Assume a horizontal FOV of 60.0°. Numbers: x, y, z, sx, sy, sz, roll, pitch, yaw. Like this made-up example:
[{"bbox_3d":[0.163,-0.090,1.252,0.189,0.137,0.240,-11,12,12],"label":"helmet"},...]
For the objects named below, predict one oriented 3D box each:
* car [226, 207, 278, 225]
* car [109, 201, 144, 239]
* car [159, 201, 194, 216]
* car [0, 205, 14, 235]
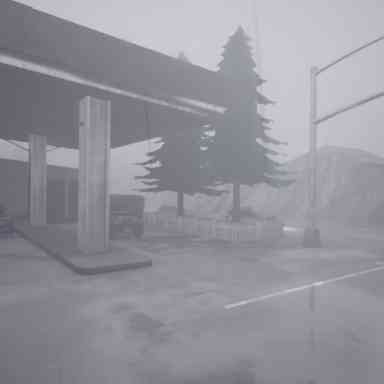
[{"bbox_3d":[4.452,1.809,24.992,1.994,1.385,4.181,1,0,-35],"label":"car"},{"bbox_3d":[-4.283,1.446,18.420,1.905,1.878,3.866,1,0,-36],"label":"car"},{"bbox_3d":[-1.643,1.701,33.715,1.812,1.442,4.674,1,0,-35],"label":"car"},{"bbox_3d":[-11.414,1.525,18.647,2.242,1.667,4.611,1,0,-36],"label":"car"}]
